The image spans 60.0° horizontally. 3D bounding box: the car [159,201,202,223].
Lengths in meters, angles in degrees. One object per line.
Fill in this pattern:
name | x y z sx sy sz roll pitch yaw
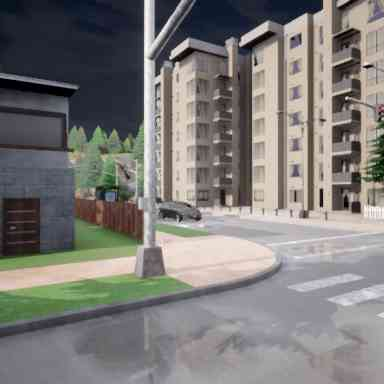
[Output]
car | -1.015 1.521 26.161 1.837 1.490 4.892 0 0 -30
